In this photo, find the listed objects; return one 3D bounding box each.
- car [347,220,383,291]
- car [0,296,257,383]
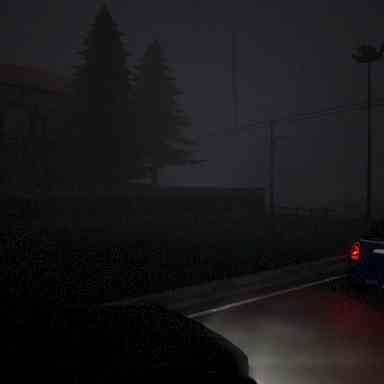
[{"bbox_3d":[5.706,1.352,7.825,4.553,1.767,2.097,0,0,-35],"label":"car"},{"bbox_3d":[-1.993,1.547,2.305,5.357,1.411,2.033,0,0,-36],"label":"car"}]
